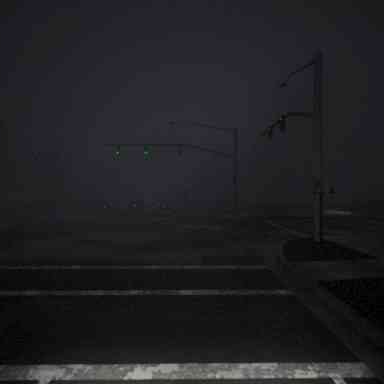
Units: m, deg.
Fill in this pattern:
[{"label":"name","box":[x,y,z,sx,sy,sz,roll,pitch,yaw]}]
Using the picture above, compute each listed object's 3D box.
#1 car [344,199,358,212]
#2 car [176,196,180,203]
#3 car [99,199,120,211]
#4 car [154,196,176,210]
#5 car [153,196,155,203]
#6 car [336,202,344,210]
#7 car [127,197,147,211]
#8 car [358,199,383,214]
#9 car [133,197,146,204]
[{"label":"car","box":[19.975,1.541,37.087,4.674,1.442,1.812,0,0,1]},{"label":"car","box":[-3.392,1.533,67.705,1.837,1.490,4.892,0,0,0]},{"label":"car","box":[-10.396,1.543,41.848,1.812,1.442,4.674,0,0,0]},{"label":"car","box":[-3.396,1.543,42.520,1.812,1.442,4.674,0,0,0]},{"label":"car","box":[-6.895,1.533,67.720,1.837,1.490,4.892,0,0,0]},{"label":"car","box":[20.066,1.543,40.581,4.674,1.442,1.812,0,0,1]},{"label":"car","box":[-6.897,1.581,42.078,1.994,1.385,4.181,0,0,0]},{"label":"car","box":[19.993,1.505,33.587,4.902,1.511,2.128,0,0,1]},{"label":"car","box":[-10.393,1.628,66.210,1.895,1.301,4.718,0,0,0]}]
